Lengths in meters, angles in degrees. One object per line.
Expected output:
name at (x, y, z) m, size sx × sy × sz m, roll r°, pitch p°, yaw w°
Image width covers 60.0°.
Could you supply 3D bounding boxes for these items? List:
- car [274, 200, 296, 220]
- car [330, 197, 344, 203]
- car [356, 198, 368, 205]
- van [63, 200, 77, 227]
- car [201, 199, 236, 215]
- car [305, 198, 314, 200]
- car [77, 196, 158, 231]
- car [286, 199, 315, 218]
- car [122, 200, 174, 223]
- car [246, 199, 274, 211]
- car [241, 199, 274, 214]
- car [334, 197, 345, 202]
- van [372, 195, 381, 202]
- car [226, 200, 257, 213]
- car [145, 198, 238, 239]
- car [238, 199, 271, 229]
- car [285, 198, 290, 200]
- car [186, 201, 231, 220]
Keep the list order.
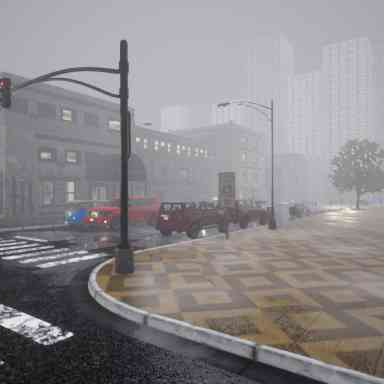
car at (6.531, 1.616, 26.810) m, size 1.887 × 1.381 × 4.507 m, roll -1°, pitch -1°, yaw 35°
car at (34.858, 1.915, 81.214) m, size 2.008 × 1.369 × 4.403 m, roll -1°, pitch -1°, yaw 35°
car at (32.104, 1.801, 62.851) m, size 2.008 × 1.369 × 4.403 m, roll -1°, pitch -1°, yaw 35°
van at (-6.699, 1.414, 22.648) m, size 1.690 × 1.788 × 3.998 m, roll -1°, pitch 0°, yaw 35°
car at (2.892, 1.570, 36.164) m, size 1.967 × 1.590 × 4.097 m, roll -1°, pitch -1°, yaw 35°
car at (22.072, 1.815, 63.194) m, size 2.008 × 1.369 × 4.403 m, roll -1°, pitch -1°, yaw 35°
car at (-4.246, 1.285, 21.626) m, size 2.150 × 2.045 × 5.566 m, roll 0°, pitch 0°, yaw 35°
car at (9.728, 1.657, 31.315) m, size 1.947 × 1.339 × 4.313 m, roll -1°, pitch -1°, yaw 35°
car at (-3.502, 1.531, 27.152) m, size 1.967 × 1.590 × 4.097 m, roll -1°, pitch -1°, yaw 35°
car at (9.285, 1.722, 45.172) m, size 2.008 × 1.369 × 4.403 m, roll -1°, pitch -1°, yaw 35°
car at (7.627, 1.639, 38.330) m, size 1.837 × 1.490 × 4.892 m, roll 0°, pitch 0°, yaw 36°
car at (38.055, 1.936, 85.719) m, size 1.887 × 1.381 × 4.507 m, roll -1°, pitch -1°, yaw 35°
van at (44.890, 1.694, 80.875) m, size 1.690 × 1.788 × 3.998 m, roll -1°, pitch -1°, yaw 35°
car at (6.088, 1.701, 40.667) m, size 2.008 × 1.369 × 4.403 m, roll -1°, pitch -1°, yaw 35°
car at (0.137, 1.350, 17.801) m, size 2.192 × 1.841 × 5.009 m, roll -1°, pitch -1°, yaw 35°
car at (3.333, 1.368, 22.306) m, size 2.192 × 1.841 × 5.009 m, roll -1°, pitch -1°, yaw 35°
car at (15.579, 1.742, 54.044) m, size 1.752 × 1.417 × 4.829 m, roll -1°, pitch -1°, yaw 35°
car at (1.592, 1.622, 29.835) m, size 1.812 × 1.442 × 4.674 m, roll 0°, pitch 0°, yaw 36°
